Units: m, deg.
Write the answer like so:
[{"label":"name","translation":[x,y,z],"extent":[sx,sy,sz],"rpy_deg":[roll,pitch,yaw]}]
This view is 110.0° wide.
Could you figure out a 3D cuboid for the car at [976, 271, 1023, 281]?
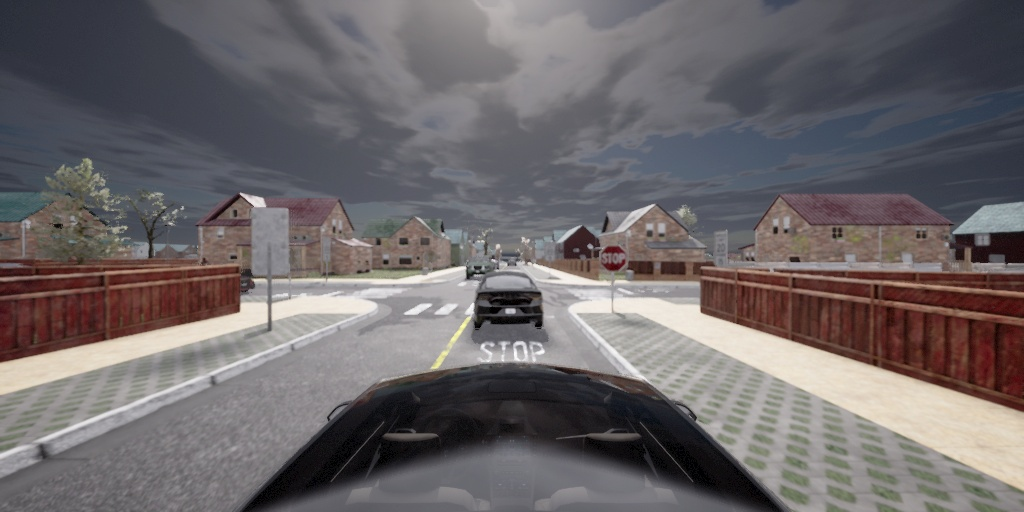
[{"label":"car","translation":[25.457,1.441,17.883],"extent":[5.357,1.411,2.033],"rpy_deg":[0,0,0]}]

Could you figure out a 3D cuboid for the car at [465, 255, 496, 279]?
[{"label":"car","translation":[-2.853,0.959,32.447],"extent":[2.150,2.045,5.566],"rpy_deg":[0,0,0]}]

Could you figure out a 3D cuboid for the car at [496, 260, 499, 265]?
[{"label":"car","translation":[-2.842,1.263,42.520],"extent":[1.837,1.490,4.892],"rpy_deg":[0,0,0]}]

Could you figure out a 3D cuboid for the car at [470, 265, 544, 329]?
[{"label":"car","translation":[-0.209,1.212,11.334],"extent":[1.882,1.535,5.008],"rpy_deg":[0,0,-4]}]

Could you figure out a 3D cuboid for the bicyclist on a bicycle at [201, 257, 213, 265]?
[{"label":"bicyclist on a bicycle","translation":[-20.154,0.912,23.620],"extent":[0.582,1.620,1.656],"rpy_deg":[0,1,0]}]

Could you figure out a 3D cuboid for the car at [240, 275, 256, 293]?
[{"label":"car","translation":[-15.247,1.231,17.774],"extent":[4.181,1.385,1.994],"rpy_deg":[0,0,0]}]

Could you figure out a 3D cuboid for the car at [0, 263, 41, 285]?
[{"label":"car","translation":[-25.296,1.112,17.749],"extent":[4.902,1.511,2.128],"rpy_deg":[0,0,0]}]
